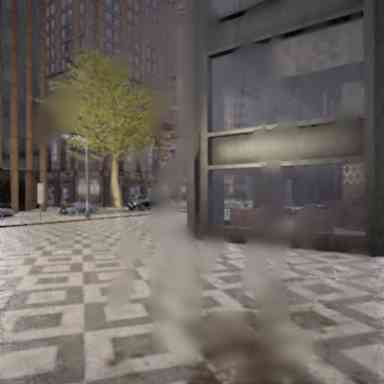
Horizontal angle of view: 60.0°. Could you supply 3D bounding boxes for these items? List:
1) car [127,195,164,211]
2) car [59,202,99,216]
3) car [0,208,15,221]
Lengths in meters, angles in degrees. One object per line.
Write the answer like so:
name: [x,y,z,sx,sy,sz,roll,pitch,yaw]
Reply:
car: [-6.175,1.427,44.780,2.150,2.045,5.566,0,0,36]
car: [-12.274,1.792,36.299,1.994,1.385,4.181,0,0,35]
car: [-18.076,1.807,28.208,2.033,1.411,5.357,0,0,36]
